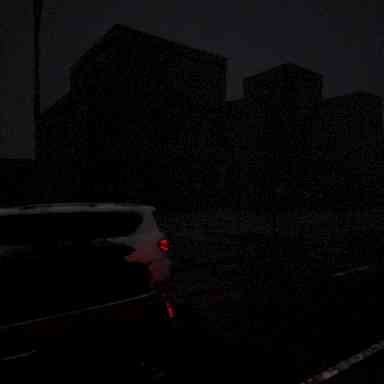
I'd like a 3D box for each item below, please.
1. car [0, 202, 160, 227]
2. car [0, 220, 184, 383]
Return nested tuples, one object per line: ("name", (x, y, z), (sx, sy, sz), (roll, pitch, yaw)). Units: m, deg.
("car", (-3.036, 1.232, 6.083), (5.566, 2.045, 2.150), (1, 0, -36))
("car", (-2.380, 1.350, 3.117), (4.553, 1.767, 2.097), (1, 0, -36))
